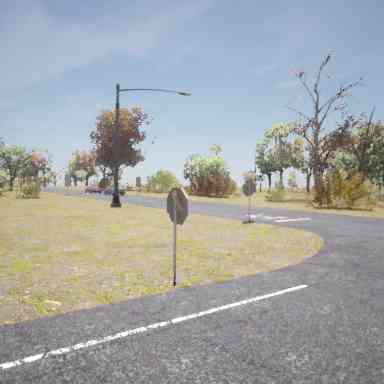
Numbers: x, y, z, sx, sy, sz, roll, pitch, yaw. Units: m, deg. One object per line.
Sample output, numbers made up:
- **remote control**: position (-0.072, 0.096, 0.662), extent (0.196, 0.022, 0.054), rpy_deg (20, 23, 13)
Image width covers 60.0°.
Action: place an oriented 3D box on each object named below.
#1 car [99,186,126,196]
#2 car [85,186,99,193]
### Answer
- **car**: position (-12.185, -0.189, 51.998), extent (2.033, 1.411, 5.357), rpy_deg (0, 2, -36)
- **car**: position (-17.785, -0.481, 59.786), extent (1.994, 1.385, 4.181), rpy_deg (0, 2, -36)
